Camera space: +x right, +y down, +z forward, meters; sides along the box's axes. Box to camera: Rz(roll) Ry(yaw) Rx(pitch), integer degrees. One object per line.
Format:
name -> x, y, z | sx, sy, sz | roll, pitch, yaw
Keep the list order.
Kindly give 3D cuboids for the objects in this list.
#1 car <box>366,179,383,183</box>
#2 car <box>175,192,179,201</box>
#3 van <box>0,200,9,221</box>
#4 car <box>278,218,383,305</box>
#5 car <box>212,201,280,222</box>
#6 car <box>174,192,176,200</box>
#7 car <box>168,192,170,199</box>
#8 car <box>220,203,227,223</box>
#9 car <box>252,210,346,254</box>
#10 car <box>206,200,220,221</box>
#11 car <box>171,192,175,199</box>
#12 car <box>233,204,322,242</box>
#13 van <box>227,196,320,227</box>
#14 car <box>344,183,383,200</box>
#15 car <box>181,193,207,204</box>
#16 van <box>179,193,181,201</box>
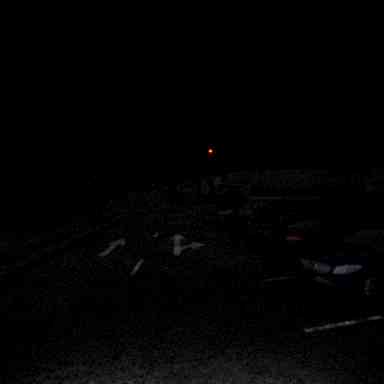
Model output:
car -> 22.389, -0.463, 37.827 | 2.435, 2.045, 5.566 | -7, 4, -28
car -> 0.067, 1.240, 69.661 | 5.566, 2.045, 2.435 | 1, 0, -28
van -> -13.930, 1.233, 20.676 | 4.442, 1.987, 1.878 | -1, 0, -22
car -> 4.689, 1.499, 7.901 | 4.674, 1.452, 2.002 | 1, 0, -21
car -> 4.219, 1.445, 25.979 | 4.792, 1.488, 2.163 | 1, 0, -23
car -> -0.305, 1.228, 72.675 | 5.566, 2.045, 2.435 | 0, 0, -28
car -> -3.388, 1.281, 93.445 | 4.553, 1.767, 2.185 | 1, 0, -28
car -> 4.356, 1.300, 19.990 | 4.553, 1.767, 2.185 | 1, 0, -23
car -> 4.618, 1.490, 10.925 | 4.674, 1.452, 2.002 | 1, 0, -22
car -> 4.018, 1.412, 22.924 | 5.366, 1.575, 1.946 | 1, 0, -23
car -> -1.591, 1.192, 81.596 | 5.566, 2.045, 2.435 | 0, 0, -28
car -> 4.549, 1.443, 13.943 | 4.892, 1.521, 2.231 | 1, 0, -22
van -> 4.339, 1.207, 16.914 | 4.442, 1.987, 1.878 | 1, 0, -22
car -> 19.420, 0.115, 37.451 | 2.002, 1.452, 4.674 | -7, 4, -28
car -> 0.856, 1.390, 63.698 | 4.553, 1.767, 2.185 | 0, 0, -28
van -> 0.396, 1.277, 66.640 | 4.442, 1.987, 1.878 | 0, 0, -28
